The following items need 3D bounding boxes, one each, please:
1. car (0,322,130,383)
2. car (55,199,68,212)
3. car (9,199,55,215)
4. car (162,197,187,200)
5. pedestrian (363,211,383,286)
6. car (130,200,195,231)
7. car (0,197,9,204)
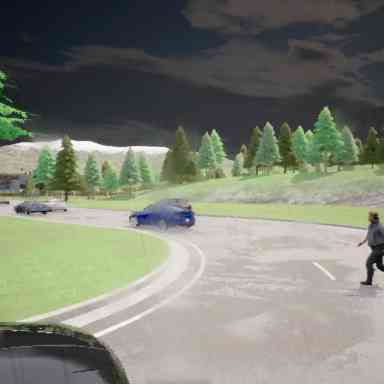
[{"bbox_3d":[-2.731,1.491,1.775,4.902,1.511,2.128,0,0,-28],"label":"car"},{"bbox_3d":[-15.945,1.526,38.178,1.812,1.442,4.674,0,0,-45],"label":"car"},{"bbox_3d":[-16.201,1.548,33.425,5.357,1.411,2.033,0,0,45],"label":"car"},{"bbox_3d":[-2.096,1.352,30.065,4.553,1.767,2.097,0,0,40],"label":"car"},{"bbox_3d":[4.387,1.294,7.889,0.375,1.860,0.375,0,0,12],"label":"pedestrian"},{"bbox_3d":[-1.962,1.478,20.758,1.882,1.535,5.008,1,-1,-43],"label":"car"},{"bbox_3d":[-34.594,1.600,60.754,1.895,1.301,4.718,0,0,-36],"label":"car"}]
